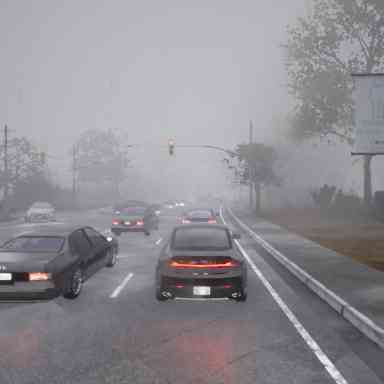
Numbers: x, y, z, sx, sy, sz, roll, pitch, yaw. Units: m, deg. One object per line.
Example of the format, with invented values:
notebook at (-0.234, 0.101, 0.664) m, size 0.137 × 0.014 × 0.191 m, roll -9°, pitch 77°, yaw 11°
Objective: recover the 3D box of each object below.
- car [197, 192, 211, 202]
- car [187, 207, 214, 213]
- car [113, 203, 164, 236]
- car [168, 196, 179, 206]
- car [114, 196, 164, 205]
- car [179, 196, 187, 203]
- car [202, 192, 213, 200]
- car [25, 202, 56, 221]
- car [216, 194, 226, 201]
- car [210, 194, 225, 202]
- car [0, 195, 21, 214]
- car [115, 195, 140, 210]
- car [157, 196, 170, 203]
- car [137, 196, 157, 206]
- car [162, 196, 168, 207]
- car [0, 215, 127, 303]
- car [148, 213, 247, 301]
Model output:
car at (2.386, 1.349, 75.775) m, size 2.097 × 1.767 × 4.553 m, roll 0°, pitch 0°, yaw 9°
car at (0.460, 1.526, 17.573) m, size 1.812 × 1.442 × 4.674 m, roll 0°, pitch 0°, yaw 4°
car at (-3.014, 1.547, 18.475) m, size 2.033 × 1.411 × 5.357 m, roll 0°, pitch 0°, yaw 2°
car at (-3.919, 1.564, 55.448) m, size 1.994 × 1.385 × 4.181 m, roll 0°, pitch 0°, yaw 7°
car at (-5.812, 1.507, 35.177) m, size 4.892 × 1.490 × 1.837 m, roll -1°, pitch 1°, yaw -16°
car at (-2.239, 1.490, 68.391) m, size 2.128 × 1.511 × 4.902 m, roll 0°, pitch 0°, yaw 8°
car at (4.017, 1.075, 85.652) m, size 2.150 × 2.045 × 5.566 m, roll 0°, pitch 0°, yaw 10°
car at (-11.679, 1.525, 25.963) m, size 1.812 × 1.442 × 4.674 m, roll 1°, pitch -1°, yaw -21°
car at (7.533, 1.393, 85.435) m, size 2.128 × 1.511 × 4.902 m, roll 0°, pitch 0°, yaw 10°
car at (5.855, 1.519, 75.310) m, size 1.812 × 1.442 × 4.674 m, roll 0°, pitch 0°, yaw 9°
car at (-20.780, 1.223, 34.472) m, size 5.566 × 2.045 × 2.150 m, roll 0°, pitch 0°, yaw 6°
car at (-8.553, 1.352, 44.377) m, size 2.097 × 1.767 × 4.553 m, roll 0°, pitch 0°, yaw 5°
car at (-5.776, 1.525, 68.354) m, size 1.812 × 1.442 × 4.674 m, roll 0°, pitch 0°, yaw 8°
car at (-7.452, 1.492, 55.390) m, size 2.128 × 1.511 × 4.902 m, roll 0°, pitch 0°, yaw 6°
car at (-4.954, 1.477, 45.365) m, size 1.882 × 1.535 × 5.008 m, roll 0°, pitch 0°, yaw 5°
car at (-3.297, 1.547, 8.408) m, size 2.033 × 1.411 × 5.357 m, roll 0°, pitch 0°, yaw 1°
car at (0.214, 1.505, 8.326) m, size 1.837 × 1.490 × 4.892 m, roll 0°, pitch 0°, yaw 1°
